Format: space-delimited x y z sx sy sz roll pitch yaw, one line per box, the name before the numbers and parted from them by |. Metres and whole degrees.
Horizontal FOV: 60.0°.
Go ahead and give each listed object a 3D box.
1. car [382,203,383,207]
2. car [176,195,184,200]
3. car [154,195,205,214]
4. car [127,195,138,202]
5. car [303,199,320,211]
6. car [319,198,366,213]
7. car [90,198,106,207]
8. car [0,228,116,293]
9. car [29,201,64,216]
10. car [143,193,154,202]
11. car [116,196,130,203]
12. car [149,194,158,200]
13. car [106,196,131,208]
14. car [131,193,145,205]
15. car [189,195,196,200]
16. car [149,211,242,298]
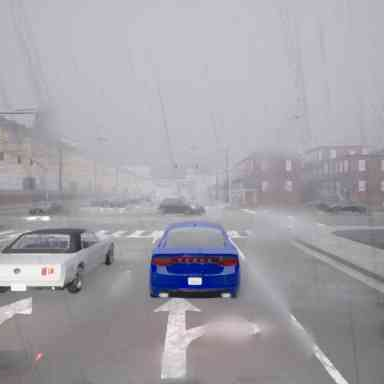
car | 25.773 1.221 39.495 5.566 2.045 2.150 0 0 0
car | -3.335 1.500 93.308 1.837 1.490 4.892 0 0 0
car | -1.022 1.352 31.771 4.553 1.767 2.097 0 0 34
car | -13.862 1.524 77.829 1.812 1.442 4.674 0 0 0
car | 15.782 1.491 39.514 4.902 1.511 2.128 0 0 0
car | 16.524 1.564 36.010 4.181 1.385 1.994 0 0 0
car | -14.004 1.601 50.732 1.895 1.301 4.718 0 0 0
car | -3.413 1.601 8.816 1.895 1.301 4.718 0 0 0
car | -14.043 1.564 32.280 1.994 1.385 4.181 0 0 0
car | -10.370 1.225 73.199 2.150 2.045 5.566 0 0 0
car | -13.887 1.525 67.220 1.812 1.442 4.674 0 0 0
car | -10.342 1.338 89.271 1.812 1.442 4.674 0 0 0
car | -10.512 1.505 47.804 1.837 1.490 4.892 0 0 0
car | -10.456 1.478 61.022 1.882 1.535 5.008 0 1 0
car | 0.166 1.540 93.350 2.033 1.411 5.357 0 0 0
car | 0.081 1.478 8.547 1.882 1.535 5.008 0 0 1
